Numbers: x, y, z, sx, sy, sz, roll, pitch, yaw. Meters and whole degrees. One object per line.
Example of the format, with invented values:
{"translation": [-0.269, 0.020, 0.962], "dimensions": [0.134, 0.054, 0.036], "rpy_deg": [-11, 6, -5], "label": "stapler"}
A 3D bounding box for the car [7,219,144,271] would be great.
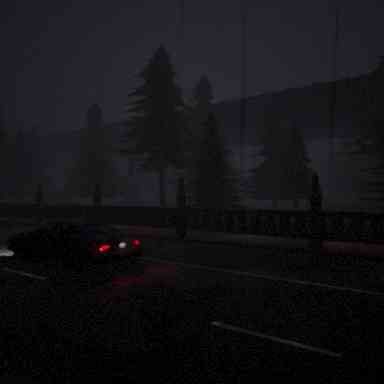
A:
{"translation": [-4.053, 1.611, 11.140], "dimensions": [5.357, 1.411, 2.033], "rpy_deg": [0, 0, 36], "label": "car"}
